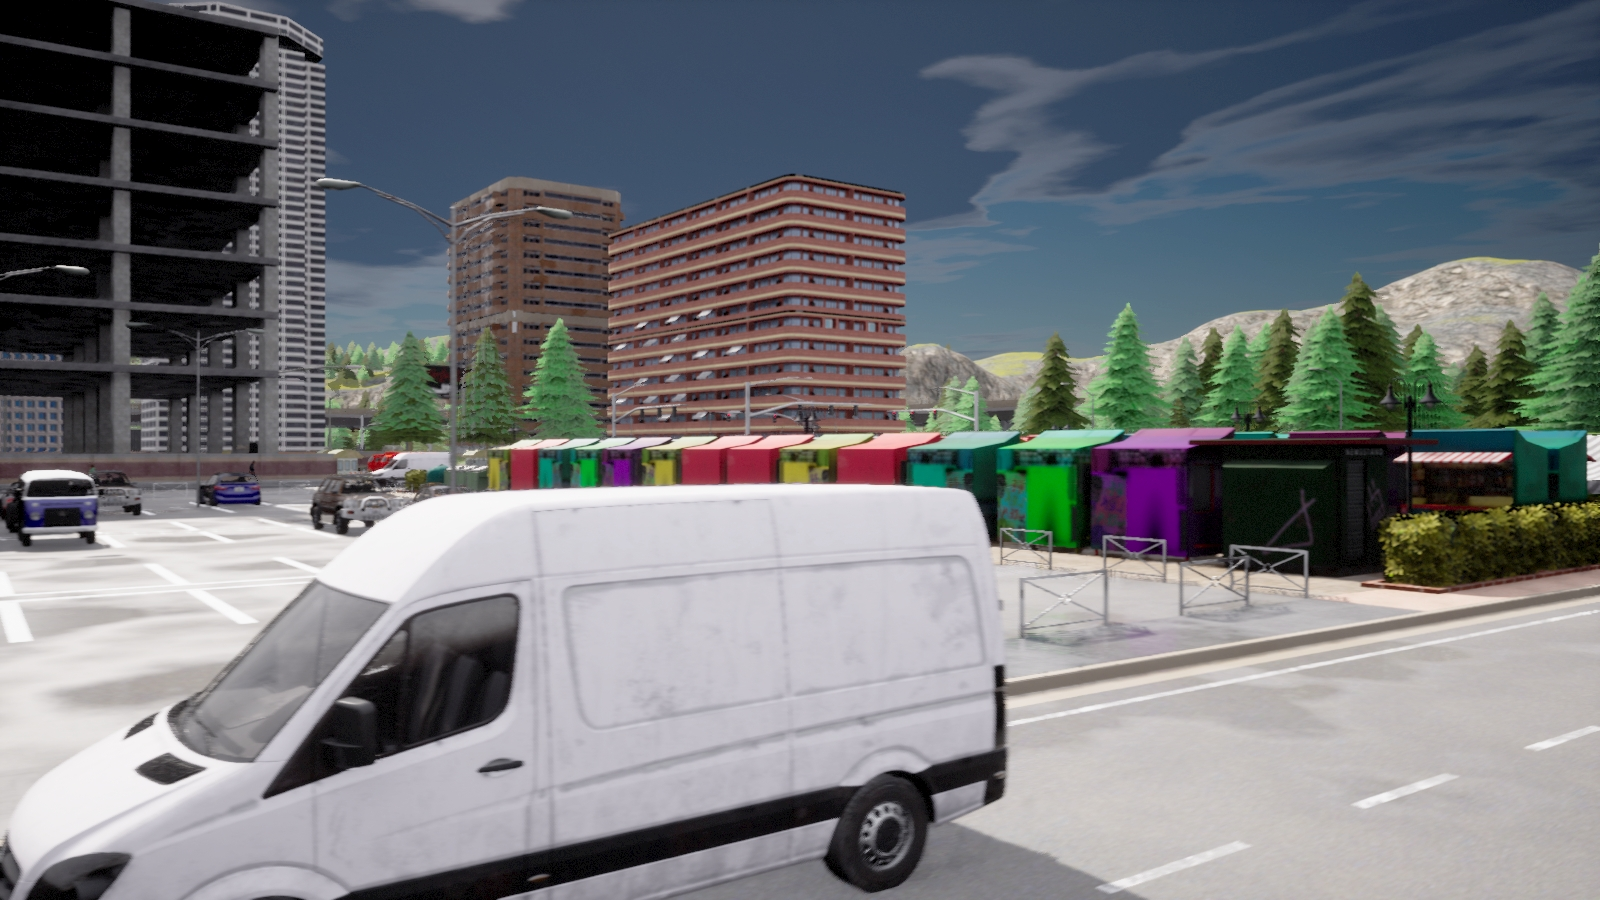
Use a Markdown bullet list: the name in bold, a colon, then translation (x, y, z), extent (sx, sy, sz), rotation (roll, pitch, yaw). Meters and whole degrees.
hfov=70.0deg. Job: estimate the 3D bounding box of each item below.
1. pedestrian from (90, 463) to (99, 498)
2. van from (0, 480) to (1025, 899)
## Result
- **pedestrian**: translation (-37.679, 1.640, 60.995), extent (0.375, 1.860, 0.375), rotation (0, 0, -39)
- **van**: translation (-1.428, 1.534, 7.074), extent (5.915, 2.561, 1.988), rotation (0, 0, -35)
